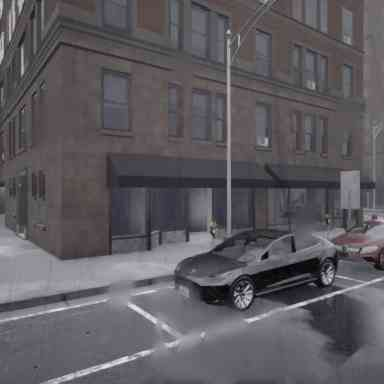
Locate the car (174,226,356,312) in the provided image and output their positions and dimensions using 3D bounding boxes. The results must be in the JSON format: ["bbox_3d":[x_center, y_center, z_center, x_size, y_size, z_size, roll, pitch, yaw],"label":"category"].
[{"bbox_3d":[1.640,1.566,7.704,4.313,1.339,1.947,0,0,-35],"label":"car"}]

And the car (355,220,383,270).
[{"bbox_3d":[6.119,1.582,10.898,4.206,1.307,1.802,0,0,-35],"label":"car"}]
